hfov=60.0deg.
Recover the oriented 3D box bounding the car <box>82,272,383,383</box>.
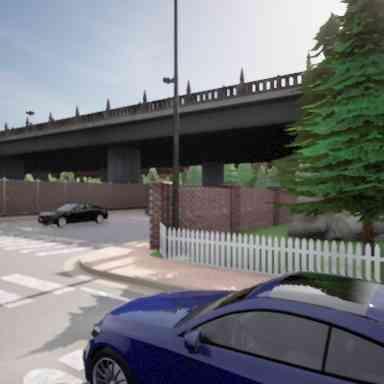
[{"bbox_3d":[0.971,1.524,3.076,4.674,1.442,1.812,0,0,36],"label":"car"}]

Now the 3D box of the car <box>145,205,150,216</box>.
[{"bbox_3d":[-2.397,1.375,31.469,2.097,1.767,4.553,0,0,35],"label":"car"}]

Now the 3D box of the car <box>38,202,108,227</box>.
[{"bbox_3d":[-8.138,1.500,23.129,1.882,1.535,5.008,0,0,35],"label":"car"}]
